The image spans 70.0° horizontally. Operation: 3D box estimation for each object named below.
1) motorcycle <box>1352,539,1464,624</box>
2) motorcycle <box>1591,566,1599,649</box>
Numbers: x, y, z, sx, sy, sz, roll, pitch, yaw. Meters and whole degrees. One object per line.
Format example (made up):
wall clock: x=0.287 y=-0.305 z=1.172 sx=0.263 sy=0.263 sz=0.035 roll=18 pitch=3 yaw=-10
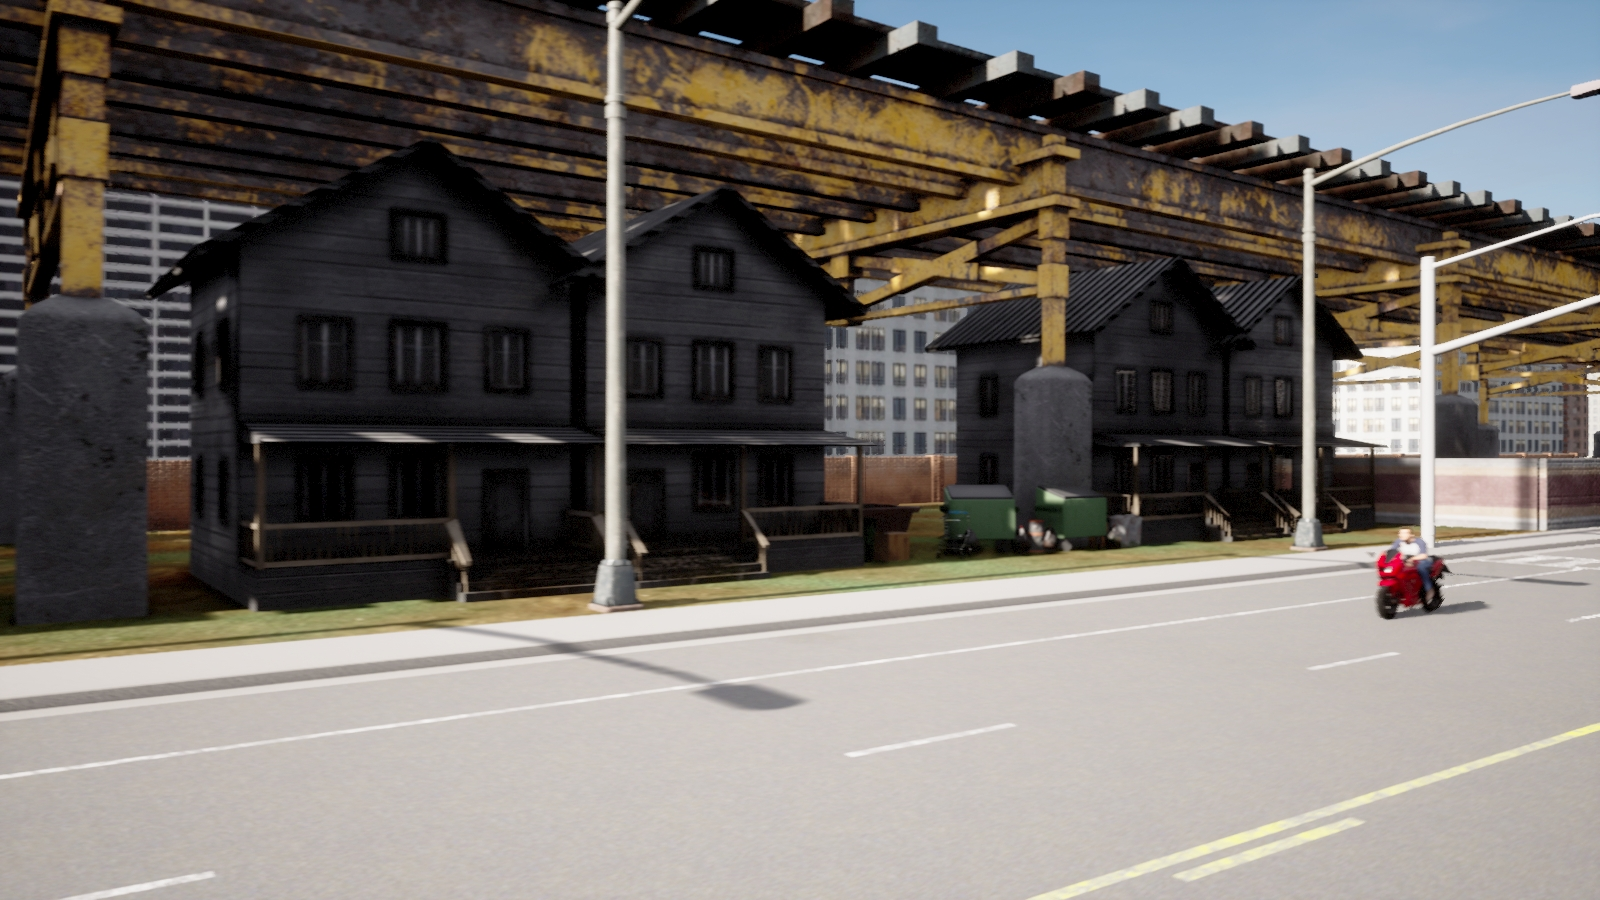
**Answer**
motorcycle: x=10.227 y=2.172 z=19.195 sx=2.033 sy=1.224 sz=0.803 roll=0 pitch=0 yaw=-34
motorcycle: x=12.177 y=2.212 z=16.290 sx=2.033 sy=1.145 sz=0.803 roll=0 pitch=0 yaw=-34
